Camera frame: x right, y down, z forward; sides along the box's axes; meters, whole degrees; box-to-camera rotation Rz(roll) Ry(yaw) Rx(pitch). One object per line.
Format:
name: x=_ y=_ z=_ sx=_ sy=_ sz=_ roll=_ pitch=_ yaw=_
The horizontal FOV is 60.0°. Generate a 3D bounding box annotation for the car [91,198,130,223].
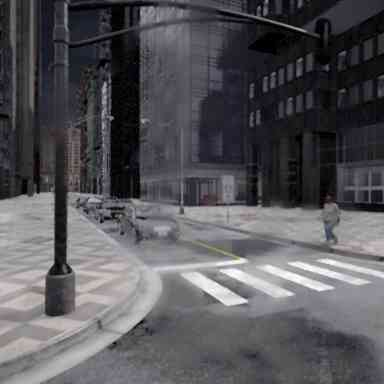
car: x=-5.684 y=1.372 z=23.495 sx=1.994 sy=1.385 sz=4.181 roll=0 pitch=0 yaw=-23

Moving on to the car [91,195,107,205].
car: x=-14.899 y=1.240 z=53.252 sx=1.895 sy=1.301 sz=4.718 roll=0 pitch=0 yaw=-23

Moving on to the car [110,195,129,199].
car: x=-7.379 y=1.328 z=35.597 sx=1.994 sy=1.385 sz=4.181 roll=0 pitch=0 yaw=-23

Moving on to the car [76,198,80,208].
car: x=-13.471 y=1.273 z=41.893 sx=1.994 sy=1.385 sz=4.181 roll=0 pitch=0 yaw=-22

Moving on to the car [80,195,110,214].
car: x=-9.590 y=1.290 z=32.680 sx=1.812 sy=1.442 sz=4.674 roll=0 pitch=0 yaw=-23

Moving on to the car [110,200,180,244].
car: x=-2.091 y=1.337 z=15.047 sx=2.128 sy=1.511 sz=4.902 roll=0 pitch=0 yaw=-24

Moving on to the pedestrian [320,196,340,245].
pedestrian: x=5.061 y=1.022 z=12.192 sx=0.375 sy=1.860 sz=0.375 roll=0 pitch=0 yaw=-23
